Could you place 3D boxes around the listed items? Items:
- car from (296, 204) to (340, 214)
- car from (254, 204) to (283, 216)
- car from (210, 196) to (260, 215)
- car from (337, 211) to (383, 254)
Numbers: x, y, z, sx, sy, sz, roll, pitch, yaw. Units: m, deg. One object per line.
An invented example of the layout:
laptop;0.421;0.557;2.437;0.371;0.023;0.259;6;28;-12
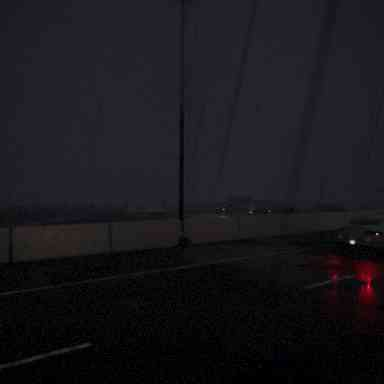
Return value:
car;11.772;1.758;29.627;4.892;1.490;1.837;1;-1;-36
car;8.195;1.828;31.373;4.718;1.301;1.895;1;-1;-36
car;4.900;1.460;37.619;5.566;2.045;2.150;1;0;-36
car;7.821;1.636;13.663;4.674;1.442;1.812;1;0;-36
